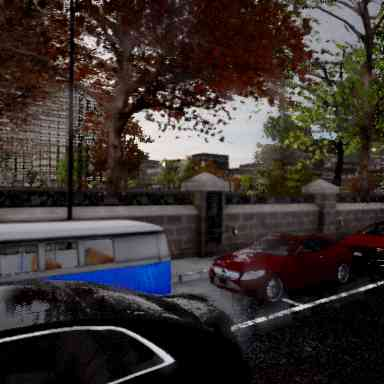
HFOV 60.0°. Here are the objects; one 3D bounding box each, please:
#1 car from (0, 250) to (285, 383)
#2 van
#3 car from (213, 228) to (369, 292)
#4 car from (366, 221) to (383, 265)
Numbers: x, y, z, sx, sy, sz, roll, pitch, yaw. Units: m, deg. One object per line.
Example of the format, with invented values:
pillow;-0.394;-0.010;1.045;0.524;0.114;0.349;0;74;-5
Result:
car;-1.767;1.501;2.113;4.892;1.490;1.837;1;0;-36
van;-2.221;1.353;4.975;3.998;1.788;1.690;1;-1;-36
car;2.357;1.661;8.248;4.206;1.307;1.802;1;-1;-36
car;6.938;1.691;11.522;4.507;1.381;1.887;1;-1;-36
